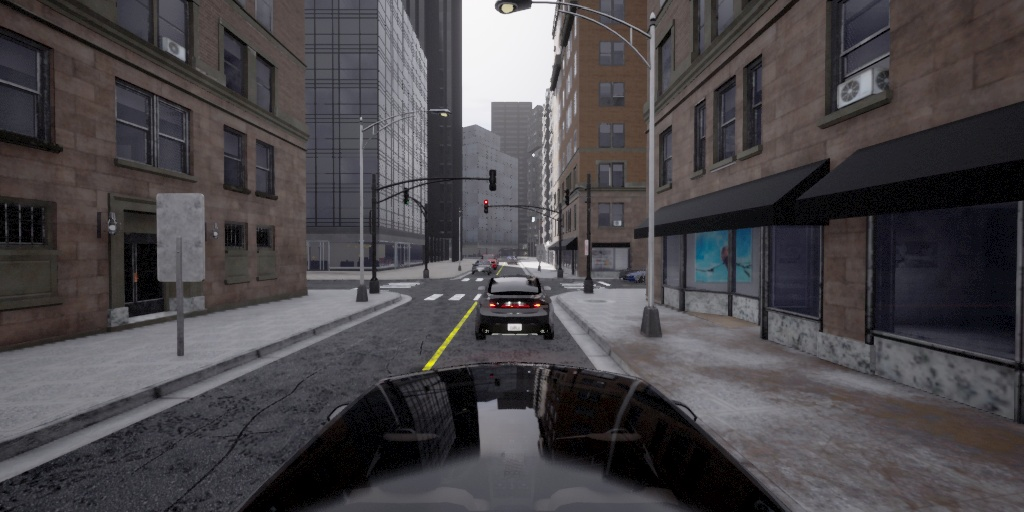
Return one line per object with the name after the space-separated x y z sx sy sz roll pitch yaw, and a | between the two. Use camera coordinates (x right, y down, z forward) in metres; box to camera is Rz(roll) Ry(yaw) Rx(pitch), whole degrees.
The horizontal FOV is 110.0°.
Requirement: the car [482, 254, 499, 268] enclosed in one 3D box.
-3.151 0.809 48.266 2.150 2.045 5.566 0 1 0 | car

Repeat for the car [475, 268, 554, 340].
0.070 1.252 9.972 1.837 1.490 4.892 0 0 0 | car

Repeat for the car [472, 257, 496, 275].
-3.134 1.163 37.962 2.128 1.511 4.902 0 0 0 | car

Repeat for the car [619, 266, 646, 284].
10.336 1.209 25.125 5.357 1.411 2.033 0 1 -2 | car
